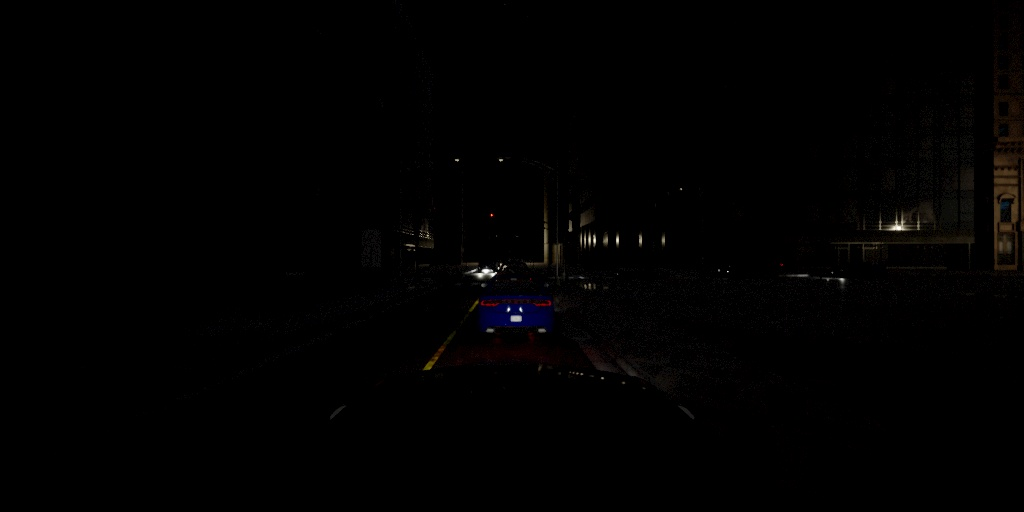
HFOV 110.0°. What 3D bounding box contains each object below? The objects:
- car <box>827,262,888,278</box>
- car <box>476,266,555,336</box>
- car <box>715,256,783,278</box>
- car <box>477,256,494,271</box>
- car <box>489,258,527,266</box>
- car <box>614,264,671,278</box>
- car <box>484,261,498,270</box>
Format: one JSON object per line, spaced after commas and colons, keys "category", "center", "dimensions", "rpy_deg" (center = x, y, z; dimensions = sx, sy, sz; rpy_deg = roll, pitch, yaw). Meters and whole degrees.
{"category": "car", "center": [32.064, 1.271, 33.289], "dimensions": [4.674, 1.442, 1.812], "rpy_deg": [0, 0, 0]}
{"category": "car", "center": [0.091, 1.228, 10.374], "dimensions": [1.882, 1.535, 5.008], "rpy_deg": [0, 0, 0]}
{"category": "car", "center": [21.967, 0.981, 33.291], "dimensions": [5.566, 2.045, 2.150], "rpy_deg": [0, 0, -1]}
{"category": "car", "center": [-3.147, 0.993, 45.785], "dimensions": [2.150, 2.045, 5.566], "rpy_deg": [0, 0, -2]}
{"category": "car", "center": [0.136, 1.105, 19.243], "dimensions": [2.097, 1.767, 4.553], "rpy_deg": [0, 0, 2]}
{"category": "car", "center": [12.016, 1.366, 33.270], "dimensions": [4.718, 1.301, 1.895], "rpy_deg": [0, 0, 3]}
{"category": "car", "center": [-3.149, 1.382, 55.674], "dimensions": [1.895, 1.301, 4.718], "rpy_deg": [0, 0, 0]}
